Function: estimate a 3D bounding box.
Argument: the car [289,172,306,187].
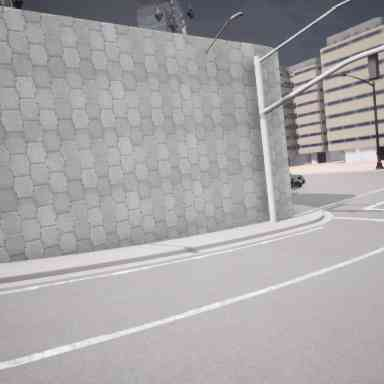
[{"bbox_3d":[8.257,-1.268,32.463,2.150,2.045,5.566,-10,6,-35],"label":"car"}]

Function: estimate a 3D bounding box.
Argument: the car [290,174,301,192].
[{"bbox_3d":[6.401,-0.431,29.177,2.033,1.411,5.357,-10,6,-35],"label":"car"}]
